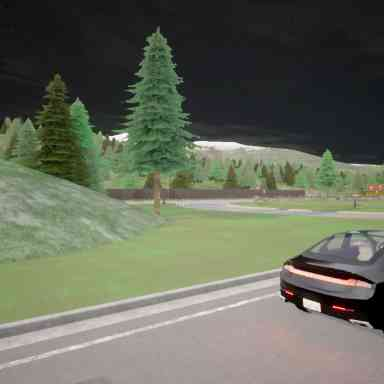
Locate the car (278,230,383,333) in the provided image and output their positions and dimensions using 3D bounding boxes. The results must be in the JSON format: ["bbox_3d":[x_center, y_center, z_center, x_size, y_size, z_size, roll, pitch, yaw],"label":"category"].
[{"bbox_3d":[3.780,1.492,6.424,4.902,1.511,2.128,0,0,-35],"label":"car"}]
